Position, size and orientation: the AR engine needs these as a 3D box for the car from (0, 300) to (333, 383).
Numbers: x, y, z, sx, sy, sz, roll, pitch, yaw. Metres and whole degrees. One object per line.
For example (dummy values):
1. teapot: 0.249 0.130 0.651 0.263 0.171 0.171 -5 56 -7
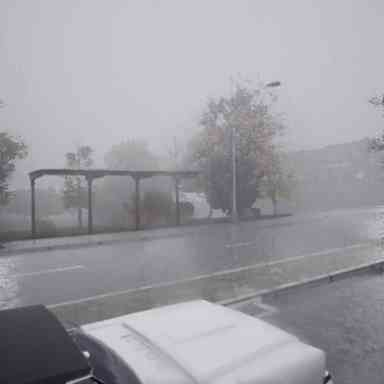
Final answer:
1. car: -1.071 1.597 2.368 4.718 1.301 1.895 -1 0 -35
